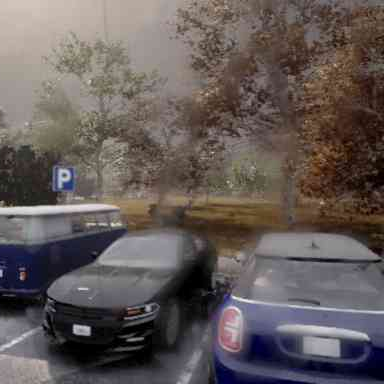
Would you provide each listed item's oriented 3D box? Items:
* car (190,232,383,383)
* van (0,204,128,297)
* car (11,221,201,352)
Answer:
[{"bbox_3d":[1.658,1.369,4.884,2.185,1.767,4.553,0,-1,15],"label":"car"},{"bbox_3d":[-3.167,1.313,8.444,1.878,1.987,4.442,0,-1,15],"label":"van"},{"bbox_3d":[-0.749,1.516,6.628,2.097,1.535,5.008,0,-1,15],"label":"car"}]
